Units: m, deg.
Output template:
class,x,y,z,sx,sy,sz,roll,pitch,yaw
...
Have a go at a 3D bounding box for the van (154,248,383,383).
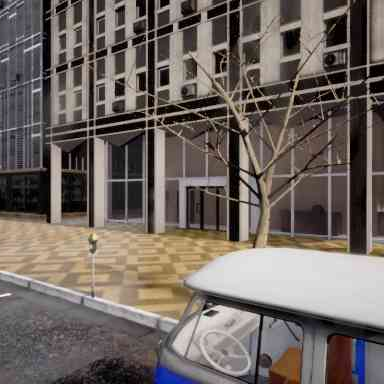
class,x,y,z,sx,sy,sz,roll,pitch,yaw
van,1.559,1.341,1.758,3.998,1.788,1.690,0,0,36
